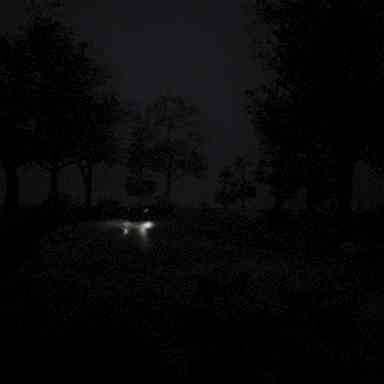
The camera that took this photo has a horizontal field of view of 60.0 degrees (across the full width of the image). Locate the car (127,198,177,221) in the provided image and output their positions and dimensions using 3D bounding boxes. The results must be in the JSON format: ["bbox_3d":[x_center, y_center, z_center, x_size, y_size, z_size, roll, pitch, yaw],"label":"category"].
[{"bbox_3d":[-2.912,1.226,25.199,1.882,1.535,5.008,0,0,26],"label":"car"}]
